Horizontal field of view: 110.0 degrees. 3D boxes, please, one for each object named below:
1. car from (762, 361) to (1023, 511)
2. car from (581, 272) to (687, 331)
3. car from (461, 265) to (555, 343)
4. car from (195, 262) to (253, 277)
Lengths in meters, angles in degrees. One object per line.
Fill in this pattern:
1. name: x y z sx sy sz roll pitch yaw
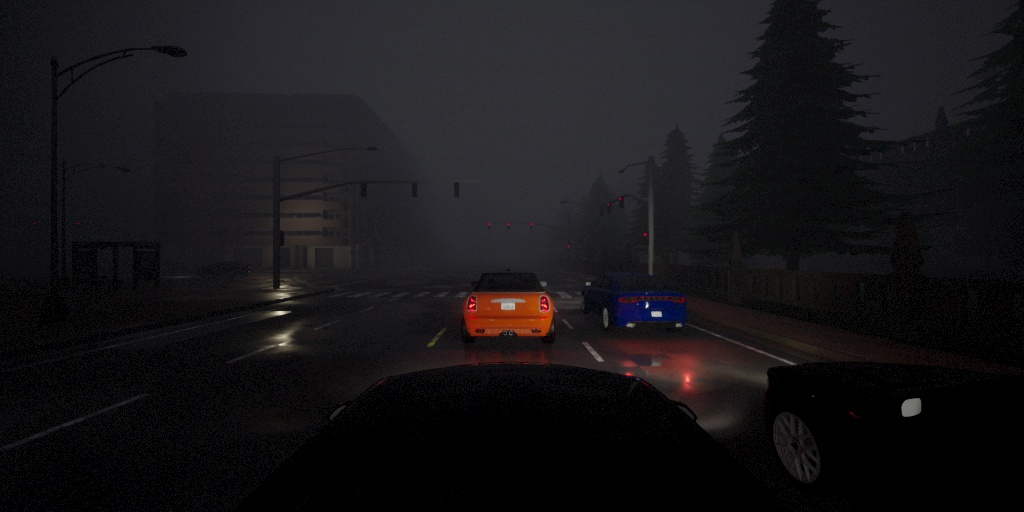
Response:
1. car: 3.288 1.228 1.453 1.882 1.535 5.008 0 0 3
2. car: 3.419 1.228 10.979 1.882 1.535 5.008 0 0 0
3. car: -0.081 1.102 9.835 2.097 1.767 4.553 0 0 0
4. car: -28.622 1.310 35.652 4.892 1.490 1.837 0 0 -1
